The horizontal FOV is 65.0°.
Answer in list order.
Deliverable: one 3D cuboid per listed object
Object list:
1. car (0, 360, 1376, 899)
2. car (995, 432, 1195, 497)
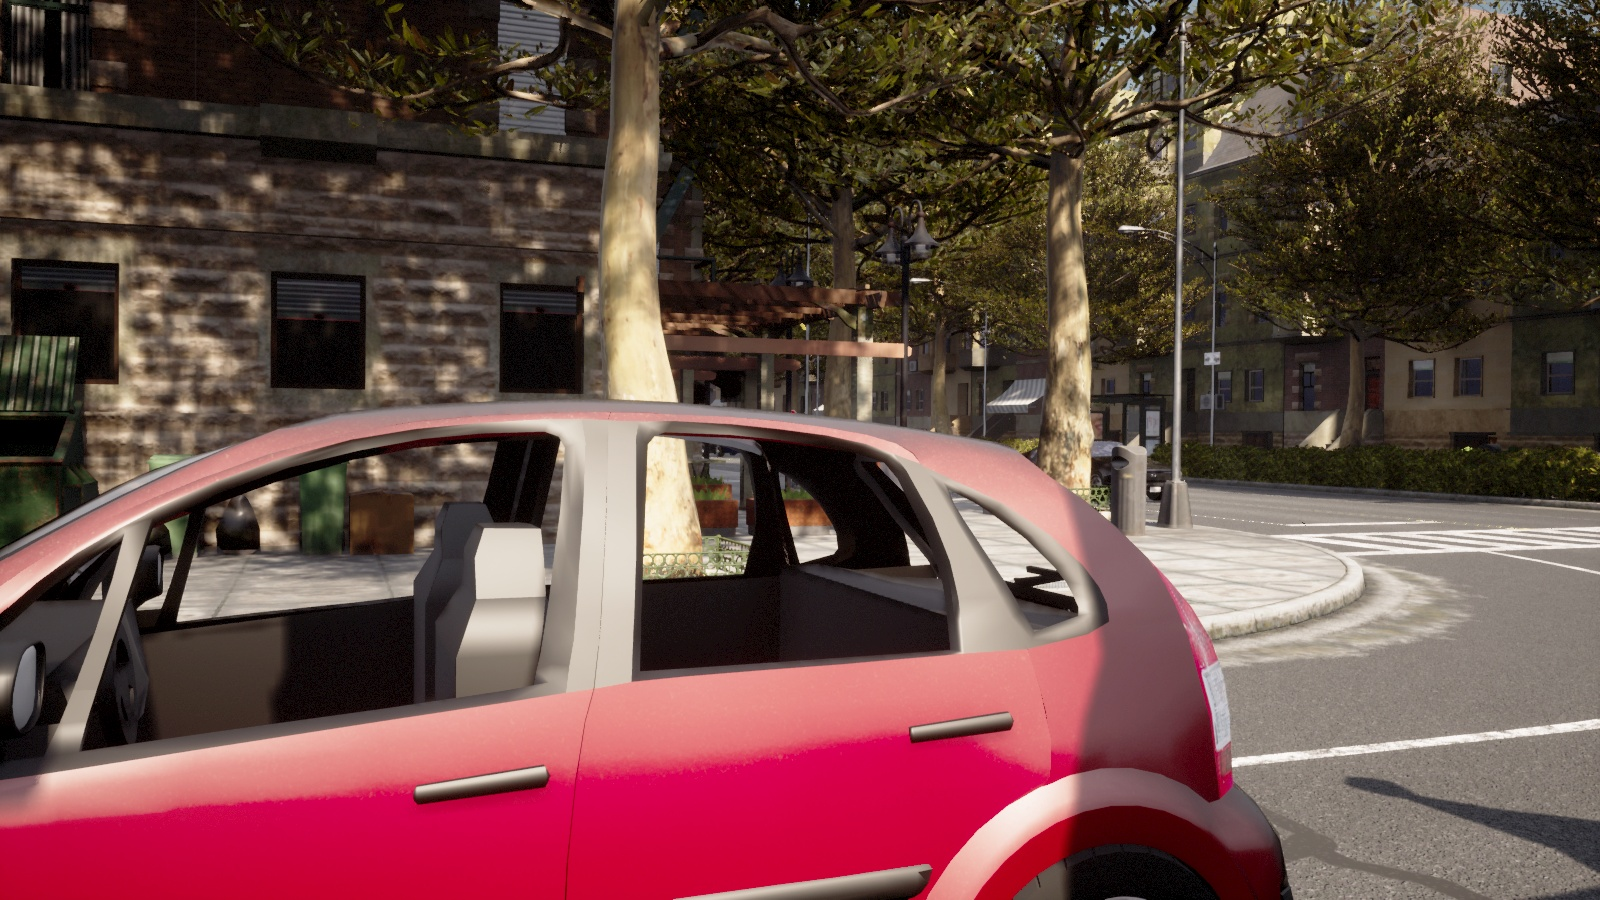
[{"bbox_3d":[-0.947,0.660,2.878,3.988,1.617,1.851,-1,1,-21],"label":"car"},{"bbox_3d":[6.935,0.279,30.226,2.033,1.411,5.357,-1,1,-21],"label":"car"}]
